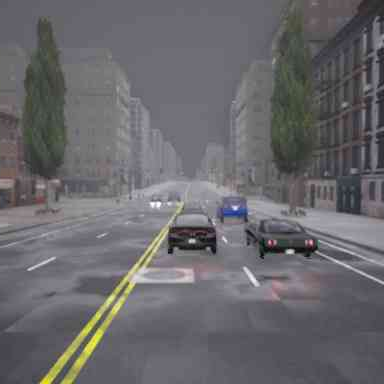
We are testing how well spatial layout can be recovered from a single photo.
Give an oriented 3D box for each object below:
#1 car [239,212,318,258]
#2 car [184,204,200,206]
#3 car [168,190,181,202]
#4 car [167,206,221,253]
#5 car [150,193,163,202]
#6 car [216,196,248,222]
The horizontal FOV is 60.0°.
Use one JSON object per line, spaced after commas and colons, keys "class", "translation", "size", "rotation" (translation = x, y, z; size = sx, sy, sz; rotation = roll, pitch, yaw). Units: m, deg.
{"class": "car", "translation": [3.267, 1.701, 13.230], "size": [1.895, 1.301, 4.718], "rotation": [0, 0, 1]}
{"class": "car", "translation": [0.012, 1.689, 28.206], "size": [1.895, 1.301, 4.718], "rotation": [0, 0, 0]}
{"class": "car", "translation": [-3.274, 0.748, 62.380], "size": [2.150, 2.045, 5.566], "rotation": [0, 1, 0]}
{"class": "car", "translation": [0.028, 1.581, 14.244], "size": [1.882, 1.535, 5.008], "rotation": [0, 0, 1]}
{"class": "car", "translation": [-6.533, 1.040, 61.417], "size": [2.128, 1.511, 4.902], "rotation": [0, 1, 0]}
{"class": "car", "translation": [3.255, 1.317, 27.557], "size": [2.150, 2.045, 5.566], "rotation": [0, 1, 0]}
